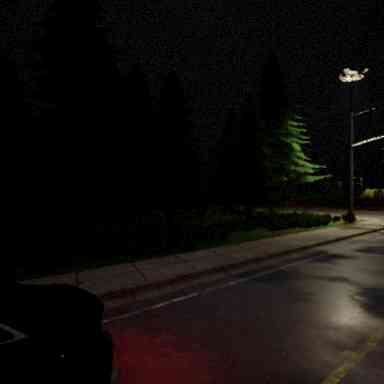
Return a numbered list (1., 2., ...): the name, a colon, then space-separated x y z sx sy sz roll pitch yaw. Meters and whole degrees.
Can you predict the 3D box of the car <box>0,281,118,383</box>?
1. car: -2.889 1.483 2.160 4.902 1.511 2.128 0 0 -44
